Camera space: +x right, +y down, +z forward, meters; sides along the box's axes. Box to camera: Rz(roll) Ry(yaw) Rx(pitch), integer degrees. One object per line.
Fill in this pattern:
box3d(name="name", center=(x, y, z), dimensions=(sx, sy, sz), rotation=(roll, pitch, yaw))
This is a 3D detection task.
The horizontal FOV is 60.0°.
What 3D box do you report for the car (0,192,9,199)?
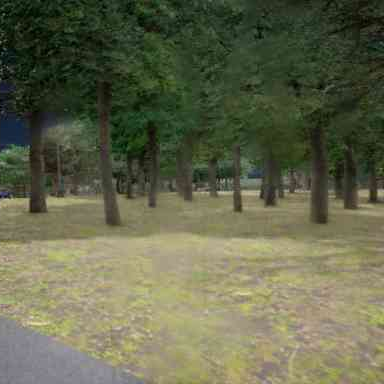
box3d(name="car", center=(-32.507, 0.629, 54.406), dimensions=(1.812, 1.442, 4.674), rotation=(-3, 1, 34))
